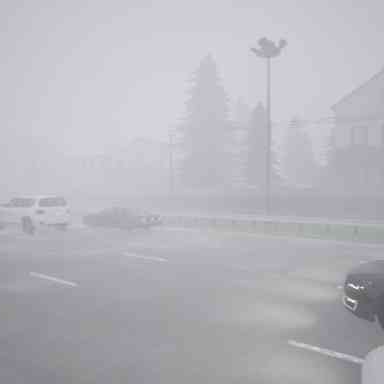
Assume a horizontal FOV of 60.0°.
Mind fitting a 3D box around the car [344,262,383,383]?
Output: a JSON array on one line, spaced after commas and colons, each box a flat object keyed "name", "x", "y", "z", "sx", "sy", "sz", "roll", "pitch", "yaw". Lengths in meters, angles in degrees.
[{"name": "car", "x": 3.383, "y": 1.526, "z": 1.579, "sx": 4.674, "sy": 1.442, "sz": 1.812, "roll": 0, "pitch": 0, "yaw": 36}]

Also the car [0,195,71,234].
[{"name": "car", "x": -9.333, "y": 1.215, "z": 19.248, "sx": 5.566, "sy": 2.045, "sz": 2.150, "roll": 0, "pitch": 0, "yaw": 36}]

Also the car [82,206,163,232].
[{"name": "car", "x": -4.234, "y": 1.543, "z": 19.910, "sx": 5.357, "sy": 1.411, "sz": 2.033, "roll": 0, "pitch": 0, "yaw": 35}]

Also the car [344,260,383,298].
[{"name": "car", "x": 4.874, "y": 1.506, "z": 4.815, "sx": 4.892, "sy": 1.490, "sz": 1.837, "roll": 0, "pitch": 0, "yaw": 36}]
